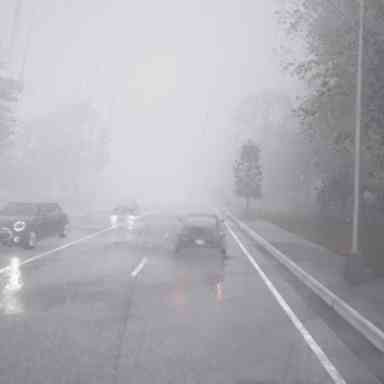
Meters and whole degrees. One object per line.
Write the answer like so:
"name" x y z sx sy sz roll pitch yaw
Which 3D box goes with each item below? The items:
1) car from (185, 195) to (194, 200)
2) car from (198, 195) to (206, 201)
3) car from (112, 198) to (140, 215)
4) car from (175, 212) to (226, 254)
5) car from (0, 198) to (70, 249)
"car" -0.833 1.422 85.746 1.994 1.385 4.181 2 0 2
"car" 2.652 1.493 85.232 2.128 1.511 4.902 2 0 2
"car" -6.120 1.329 31.440 1.812 1.442 4.674 2 0 2
"car" 0.358 1.524 13.473 1.812 1.442 4.674 2 0 2
"car" -6.735 1.154 13.492 2.097 1.767 4.553 2 0 2
